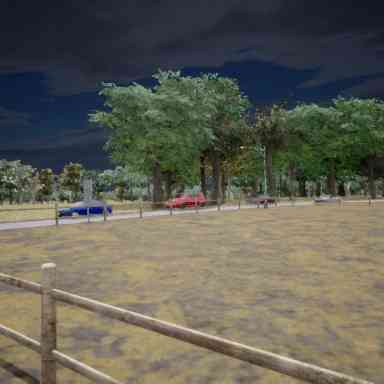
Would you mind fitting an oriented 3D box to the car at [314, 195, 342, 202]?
[{"bbox_3d":[22.267,1.146,54.342,4.718,1.301,1.895,-1,-2,-30],"label":"car"}]

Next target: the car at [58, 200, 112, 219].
[{"bbox_3d":[-9.249,1.462,28.699,1.882,1.535,5.008,-2,-1,37],"label":"car"}]

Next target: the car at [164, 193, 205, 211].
[{"bbox_3d":[-0.763,1.124,39.244,2.150,2.045,5.566,-2,-1,43],"label":"car"}]

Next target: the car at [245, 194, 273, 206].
[{"bbox_3d":[9.922,1.127,49.328,4.553,1.767,2.097,-1,-1,-39],"label":"car"}]
